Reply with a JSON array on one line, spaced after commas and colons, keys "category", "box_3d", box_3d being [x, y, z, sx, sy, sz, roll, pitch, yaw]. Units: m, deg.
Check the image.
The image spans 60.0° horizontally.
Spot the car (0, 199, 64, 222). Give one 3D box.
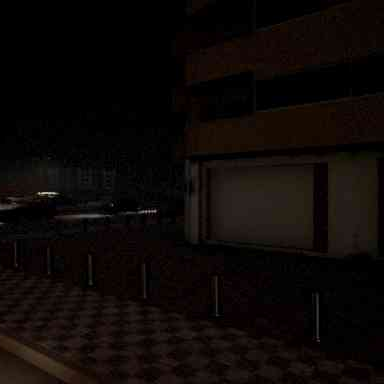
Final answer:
[{"category": "car", "box_3d": [-13.421, 1.580, 27.596, 1.812, 1.442, 4.674, 0, 0, 35]}]

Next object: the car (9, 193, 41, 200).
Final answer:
[{"category": "car", "box_3d": [-34.038, 1.207, 67.887, 1.932, 1.855, 4.605, 0, 0, 35]}]

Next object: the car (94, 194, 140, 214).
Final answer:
[{"category": "car", "box_3d": [-7.743, 1.407, 35.712, 2.097, 1.767, 4.553, 0, 0, 35]}]

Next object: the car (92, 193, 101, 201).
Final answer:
[{"category": "car", "box_3d": [-23.935, 1.210, 82.200, 1.905, 1.878, 3.866, 0, 0, 35]}]

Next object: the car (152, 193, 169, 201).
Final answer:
[{"category": "car", "box_3d": [-5.563, 1.208, 69.179, 1.932, 1.855, 4.605, 0, 0, 35]}]

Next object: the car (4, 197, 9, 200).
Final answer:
[{"category": "car", "box_3d": [-36.365, 1.417, 69.612, 1.784, 1.438, 3.905, 0, 0, 35]}]

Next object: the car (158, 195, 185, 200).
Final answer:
[{"category": "car", "box_3d": [-1.748, 1.546, 44.225, 2.128, 1.511, 4.902, 0, 0, 35]}]

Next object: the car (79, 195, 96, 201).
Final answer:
[{"category": "car", "box_3d": [-26.292, 1.449, 83.882, 1.970, 1.475, 3.806, 0, 0, 35]}]

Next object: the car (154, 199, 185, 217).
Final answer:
[{"category": "car", "box_3d": [-1.223, 1.656, 32.471, 1.895, 1.301, 4.718, 0, 0, 35]}]

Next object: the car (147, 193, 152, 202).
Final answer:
[{"category": "car", "box_3d": [-7.894, 1.210, 70.896, 1.905, 1.878, 3.866, 0, 0, 35]}]

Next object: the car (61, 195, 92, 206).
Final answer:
[{"category": "car", "box_3d": [-20.192, 1.450, 58.200, 1.970, 1.475, 3.806, 0, 0, 35]}]
